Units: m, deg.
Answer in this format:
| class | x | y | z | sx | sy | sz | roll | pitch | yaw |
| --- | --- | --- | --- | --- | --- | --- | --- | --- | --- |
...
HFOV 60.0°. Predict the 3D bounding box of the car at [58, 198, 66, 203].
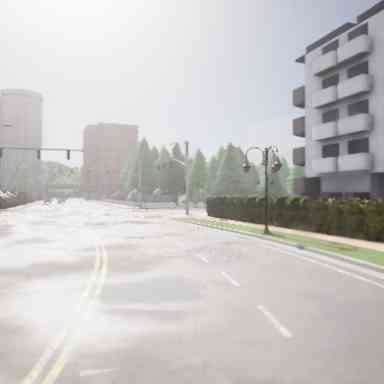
| class | x | y | z | sx | sy | sz | roll | pitch | yaw |
| --- | --- | --- | --- | --- | --- | --- | --- | --- | --- |
| car | -34.767 | 2.370 | 89.036 | 1.882 | 1.535 | 5.008 | 0 | -1 | -21 |
